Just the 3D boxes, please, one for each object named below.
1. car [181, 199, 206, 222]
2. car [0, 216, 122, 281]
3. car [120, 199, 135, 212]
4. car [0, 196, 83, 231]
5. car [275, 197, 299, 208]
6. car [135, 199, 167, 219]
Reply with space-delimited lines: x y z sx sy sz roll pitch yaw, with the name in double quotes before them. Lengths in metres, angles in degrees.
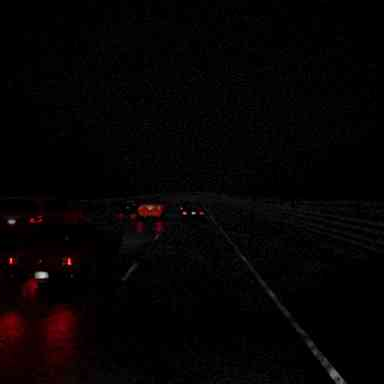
"car" 0.101 1.555 26.267 2.033 1.411 5.357 0 0 0
"car" -3.399 1.600 9.783 1.895 1.301 4.718 0 0 0
"car" -6.895 1.534 38.135 1.812 1.442 4.674 1 0 0
"car" -6.889 1.214 15.486 2.150 2.045 5.566 1 0 1
"car" 14.601 1.566 51.449 2.033 1.649 4.856 0 0 -15
"car" -3.400 1.362 29.225 2.097 1.767 4.553 0 0 0
